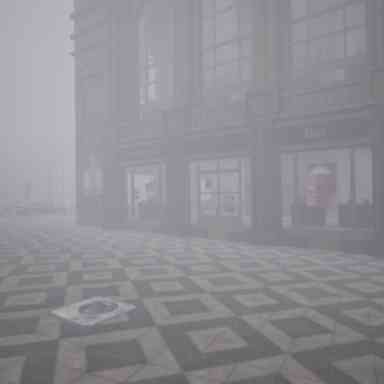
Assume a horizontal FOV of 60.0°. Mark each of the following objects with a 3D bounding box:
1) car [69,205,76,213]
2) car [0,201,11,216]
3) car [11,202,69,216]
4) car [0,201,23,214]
[{"bbox_3d":[-11.249,1.601,36.861,1.752,1.417,4.829,-1,-1,35],"label":"car"},{"bbox_3d":[-17.896,1.581,27.468,2.008,1.369,4.403,-1,-1,35],"label":"car"},{"bbox_3d":[-14.620,1.616,32.096,1.947,1.339,4.313,-1,-1,35],"label":"car"},{"bbox_3d":[-21.561,1.741,37.045,2.008,1.369,4.403,-1,-1,35],"label":"car"}]
